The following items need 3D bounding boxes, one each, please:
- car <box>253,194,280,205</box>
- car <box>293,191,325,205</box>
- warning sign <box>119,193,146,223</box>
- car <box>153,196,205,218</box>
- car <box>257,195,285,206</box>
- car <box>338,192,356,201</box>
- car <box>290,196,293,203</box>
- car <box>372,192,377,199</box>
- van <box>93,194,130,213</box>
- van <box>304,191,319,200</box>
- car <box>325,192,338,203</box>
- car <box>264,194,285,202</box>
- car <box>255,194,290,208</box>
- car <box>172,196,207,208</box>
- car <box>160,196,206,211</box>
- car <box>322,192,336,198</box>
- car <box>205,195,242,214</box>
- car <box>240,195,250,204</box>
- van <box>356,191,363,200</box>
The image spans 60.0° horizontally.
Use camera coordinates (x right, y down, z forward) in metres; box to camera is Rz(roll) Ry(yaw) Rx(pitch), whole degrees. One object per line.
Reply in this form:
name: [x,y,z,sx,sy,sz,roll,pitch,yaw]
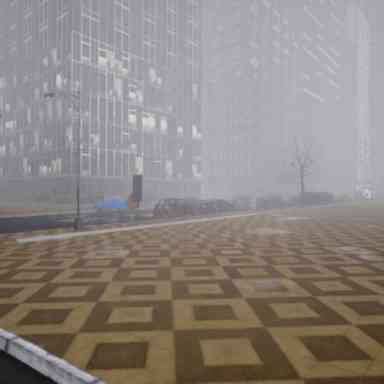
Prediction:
car: [11.512,1.052,50.939,1.882,1.535,5.008,0,1,41]
car: [17.237,0.872,48.859,2.192,1.841,5.009,1,1,41]
warning sign: [-3.716,0.964,20.832,1.300,1.860,1.060,0,0,41]
car: [-1.200,1.226,27.203,1.967,1.590,4.097,1,1,41]
car: [10.803,1.163,45.431,1.994,1.385,4.181,0,1,41]
car: [28.465,0.945,61.938,1.752,1.417,4.829,1,1,41]
car: [17.045,1.086,52.779,1.994,1.385,4.181,0,1,41]
car: [39.473,0.836,74.758,2.008,1.369,4.403,1,1,41]
van: [-7.729,1.085,32.834,1.690,1.788,3.998,1,1,41]
van: [25.716,0.676,71.597,1.690,1.788,3.998,1,1,41]
car: [20.943,0.827,53.174,2.192,1.841,5.009,1,1,41]
car: [14.597,1.037,58.652,1.947,1.339,4.313,1,1,41]
car: [9.824,1.230,40.231,1.802,1.307,4.206,1,1,41]
car: [-0.234,1.198,41.395,1.887,1.381,4.507,1,1,41]
car: [-0.865,1.245,36.678,2.033,1.411,5.357,0,1,41]
car: [33.128,0.811,80.233,1.947,1.339,4.313,1,1,41]
car: [2.463,1.306,31.557,1.947,1.339,4.313,1,1,41]
car: [7.184,1.128,50.020,1.947,1.339,4.313,1,1,41]
van: [35.768,0.672,70.439,1.690,1.788,3.998,1,1,41]
